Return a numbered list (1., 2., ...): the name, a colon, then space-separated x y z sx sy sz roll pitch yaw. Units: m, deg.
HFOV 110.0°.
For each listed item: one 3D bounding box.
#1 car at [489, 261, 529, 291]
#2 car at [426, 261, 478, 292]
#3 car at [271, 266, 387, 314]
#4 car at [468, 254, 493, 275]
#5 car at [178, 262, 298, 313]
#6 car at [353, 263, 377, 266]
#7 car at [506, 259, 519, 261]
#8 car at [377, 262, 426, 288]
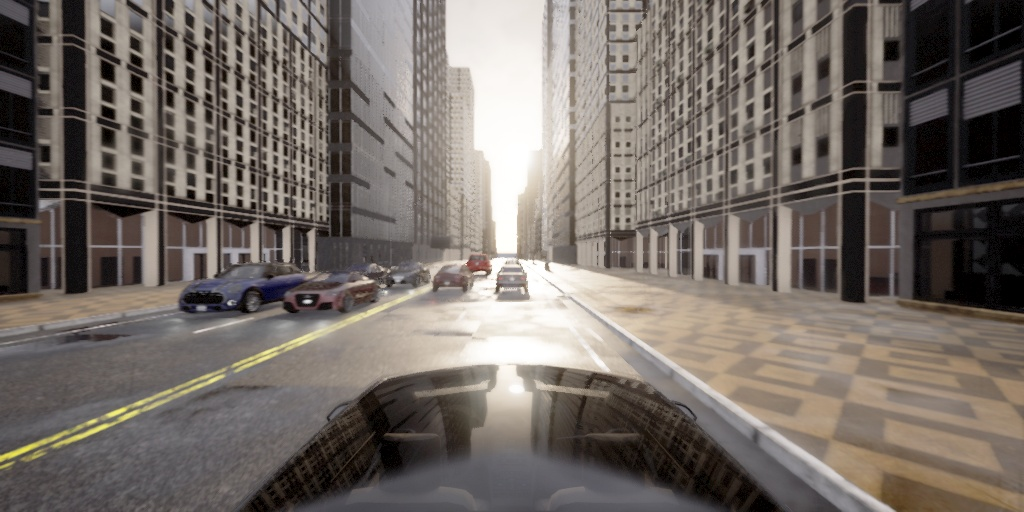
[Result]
1. car: 0.002 1.208 20.797 2.033 1.411 5.357 0 0 0
2. car: -3.251 1.188 20.357 1.812 1.442 4.674 0 0 0
3. car: -6.518 1.257 13.423 1.994 1.385 4.181 0 0 0
4. car: -3.206 0.829 35.954 2.150 2.045 5.566 0 0 0
5. car: -9.767 1.042 13.529 2.097 1.767 4.553 0 0 0
6. car: -9.760 1.196 23.638 2.033 1.411 5.357 0 0 0
7. car: 0.059 1.073 39.282 1.882 1.535 5.008 0 0 0
8. car: -6.513 1.142 22.976 2.128 1.511 4.902 0 0 0
